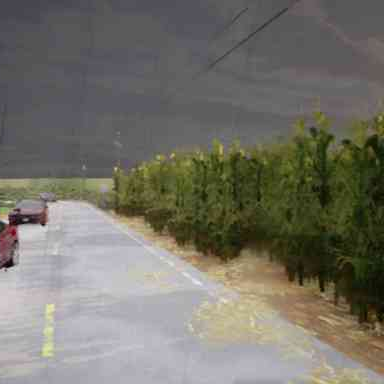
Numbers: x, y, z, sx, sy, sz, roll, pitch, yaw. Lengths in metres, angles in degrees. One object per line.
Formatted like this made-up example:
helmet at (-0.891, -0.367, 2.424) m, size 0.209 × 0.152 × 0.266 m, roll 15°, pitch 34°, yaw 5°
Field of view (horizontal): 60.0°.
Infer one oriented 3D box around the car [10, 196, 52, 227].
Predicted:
car at (-9.837, 1.211, 20.281) m, size 1.882 × 1.535 × 5.008 m, roll 0°, pitch 1°, yaw -21°

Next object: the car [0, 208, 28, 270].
car at (-5.536, 1.369, 7.835) m, size 1.882 × 1.535 × 5.008 m, roll 0°, pitch 1°, yaw -15°

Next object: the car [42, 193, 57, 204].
car at (-20.636, 0.889, 47.829) m, size 1.837 × 1.490 × 4.892 m, roll 0°, pitch 0°, yaw -30°
